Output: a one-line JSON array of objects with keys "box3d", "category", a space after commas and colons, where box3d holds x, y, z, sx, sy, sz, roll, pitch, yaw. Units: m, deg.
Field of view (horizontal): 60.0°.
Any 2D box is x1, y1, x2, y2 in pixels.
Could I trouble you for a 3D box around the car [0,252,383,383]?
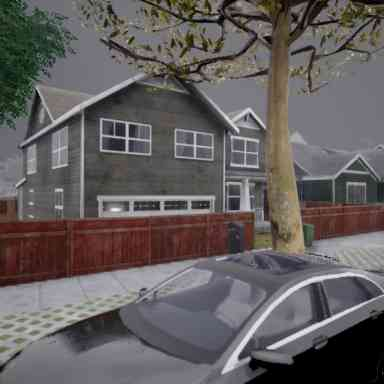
[{"box3d": [0.588, 1.492, 3.502, 4.902, 1.511, 2.128, 0, 0, -36], "category": "car"}]
